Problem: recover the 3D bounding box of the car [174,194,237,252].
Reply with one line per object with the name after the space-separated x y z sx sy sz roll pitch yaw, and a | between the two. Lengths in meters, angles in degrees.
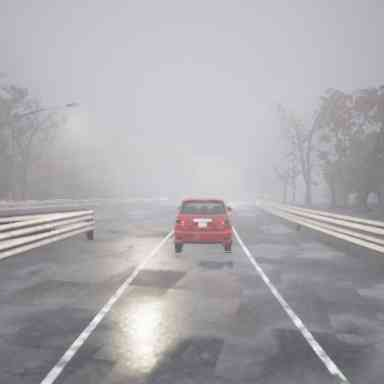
0.510 1.227 14.074 2.150 2.045 5.566 0 0 3 | car
